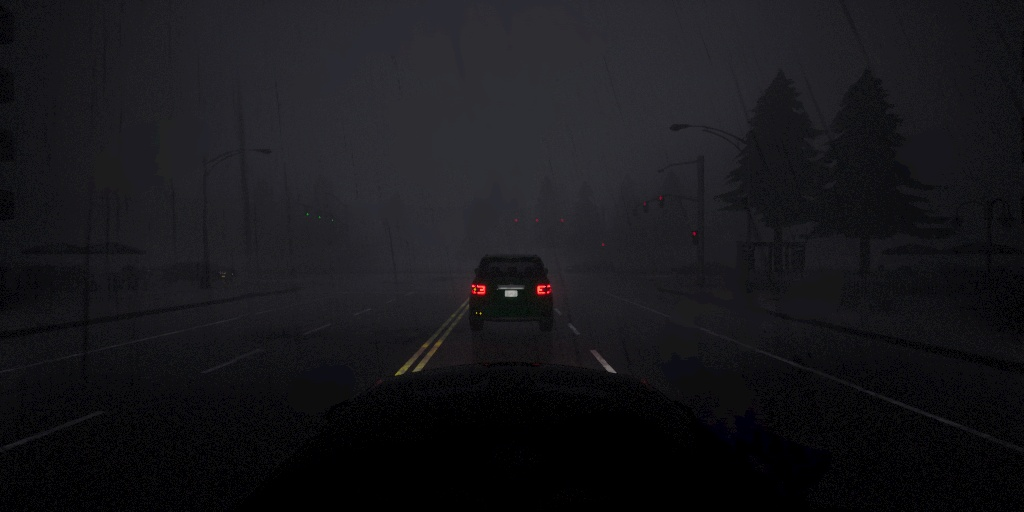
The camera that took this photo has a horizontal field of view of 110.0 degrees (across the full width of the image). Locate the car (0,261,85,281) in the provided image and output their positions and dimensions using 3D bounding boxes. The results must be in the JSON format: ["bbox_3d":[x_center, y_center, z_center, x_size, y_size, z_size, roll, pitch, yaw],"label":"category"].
[{"bbox_3d":[-35.943,1.172,26.852,5.008,1.535,1.882,0,0,-4],"label":"car"}]

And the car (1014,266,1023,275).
[{"bbox_3d":[52.060,1.220,34.484,4.674,1.442,1.812,0,0,23],"label":"car"}]

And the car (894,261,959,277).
[{"bbox_3d":[39.666,1.186,34.247,4.902,1.511,2.128,0,0,8],"label":"car"}]

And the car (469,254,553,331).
[{"bbox_3d":[-0.020,0.971,11.086,2.150,2.045,5.566,0,0,0],"label":"car"}]

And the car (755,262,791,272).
[{"bbox_3d":[27.780,1.295,38.265,4.718,1.301,1.895,0,0,0],"label":"car"}]

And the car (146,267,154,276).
[{"bbox_3d":[-27.767,1.242,30.610,5.357,1.411,2.033,0,0,-2],"label":"car"}]

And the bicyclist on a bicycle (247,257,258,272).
[{"bbox_3d":[-30.097,0.995,41.602,0.582,1.620,1.656,0,0,0],"label":"bicyclist on a bicycle"}]

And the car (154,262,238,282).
[{"bbox_3d":[-23.535,1.199,27.150,4.892,1.490,1.837,0,0,-1],"label":"car"}]

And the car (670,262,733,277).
[{"bbox_3d":[18.331,1.242,34.728,5.357,1.411,2.033,0,0,0],"label":"car"}]

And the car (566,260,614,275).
[{"bbox_3d":[8.274,1.174,38.143,5.008,1.535,1.882,0,0,0],"label":"car"}]

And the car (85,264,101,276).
[{"bbox_3d":[-41.418,1.258,33.376,4.181,1.385,1.994,0,0,-10],"label":"car"}]
